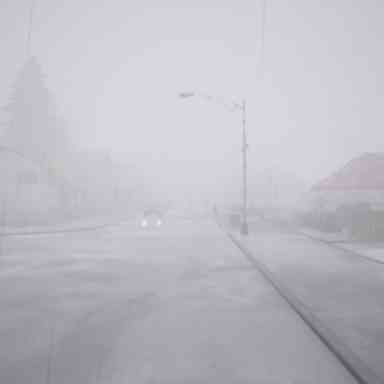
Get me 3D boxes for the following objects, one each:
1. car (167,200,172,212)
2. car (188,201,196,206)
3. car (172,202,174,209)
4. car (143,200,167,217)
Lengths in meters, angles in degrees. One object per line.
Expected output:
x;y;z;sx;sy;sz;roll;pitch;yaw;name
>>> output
-4.091;1.992;45.316;1.812;1.442;4.674;0;-1;0;car
0.007;2.554;71.914;1.895;1.301;4.718;0;-1;0;car
-4.063;2.062;55.439;2.128;1.511;4.902;0;-1;0;car
-4.096;1.877;36.106;1.837;1.490;4.892;0;-1;0;car
